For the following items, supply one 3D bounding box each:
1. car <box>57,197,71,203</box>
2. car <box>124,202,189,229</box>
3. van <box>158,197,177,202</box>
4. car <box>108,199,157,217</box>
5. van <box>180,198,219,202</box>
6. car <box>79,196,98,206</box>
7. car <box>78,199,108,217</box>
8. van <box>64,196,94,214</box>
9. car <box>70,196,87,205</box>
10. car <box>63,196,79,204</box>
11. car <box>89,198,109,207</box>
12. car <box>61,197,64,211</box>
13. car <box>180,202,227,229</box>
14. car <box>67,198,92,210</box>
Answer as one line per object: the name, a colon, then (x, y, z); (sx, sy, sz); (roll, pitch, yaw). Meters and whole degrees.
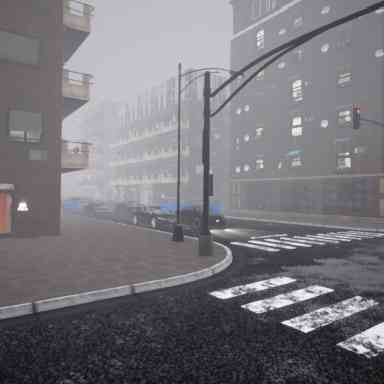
car: (-27.783, 1.728, 72.102); (1.887, 1.381, 4.507); (1, -1, -35)
car: (-2.414, 1.540, 21.623); (2.008, 1.369, 4.403); (1, -1, -35)
van: (-2.304, 1.450, 35.309); (1.690, 1.788, 3.998); (1, -1, -35)
car: (-5.493, 1.528, 30.402); (2.128, 1.511, 4.902); (1, -1, -35)
van: (0.881, 1.440, 30.709); (1.690, 1.788, 3.998); (1, -1, -35)
car: (-18.228, 1.597, 58.305); (1.967, 1.590, 4.097); (1, -1, -35)
car: (-8.784, 1.592, 30.821); (1.802, 1.307, 4.206); (1, -1, -35)
van: (-11.967, 1.361, 35.422); (1.690, 1.788, 3.998); (1, -1, -35)
car: (-21.412, 1.606, 62.904); (1.967, 1.590, 4.097); (1, -1, -35)
car: (-24.597, 1.615, 67.503); (1.967, 1.590, 4.097); (1, -1, -35)
car: (-15.044, 1.730, 53.704); (1.802, 1.307, 4.206); (1, -1, -35)
car: (-15.153, 1.581, 40.020); (2.008, 1.369, 4.403); (1, -1, -35)
car: (0.414, 1.581, 21.869); (1.994, 1.385, 4.181); (1, -1, -35)
car: (-14.989, 1.545, 44.182); (1.882, 1.535, 5.008); (1, -1, -34)
